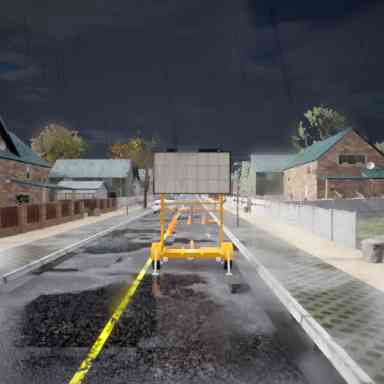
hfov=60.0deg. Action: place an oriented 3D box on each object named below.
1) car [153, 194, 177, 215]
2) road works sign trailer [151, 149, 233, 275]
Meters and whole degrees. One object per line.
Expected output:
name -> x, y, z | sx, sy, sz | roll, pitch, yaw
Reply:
car -> -2.743, 1.226, 34.912 | 2.150, 2.045, 5.566 | 0, 0, 0
road works sign trailer -> 0.002, 0.467, 10.417 | 2.380, 3.560, 2.880 | 0, 0, 0
